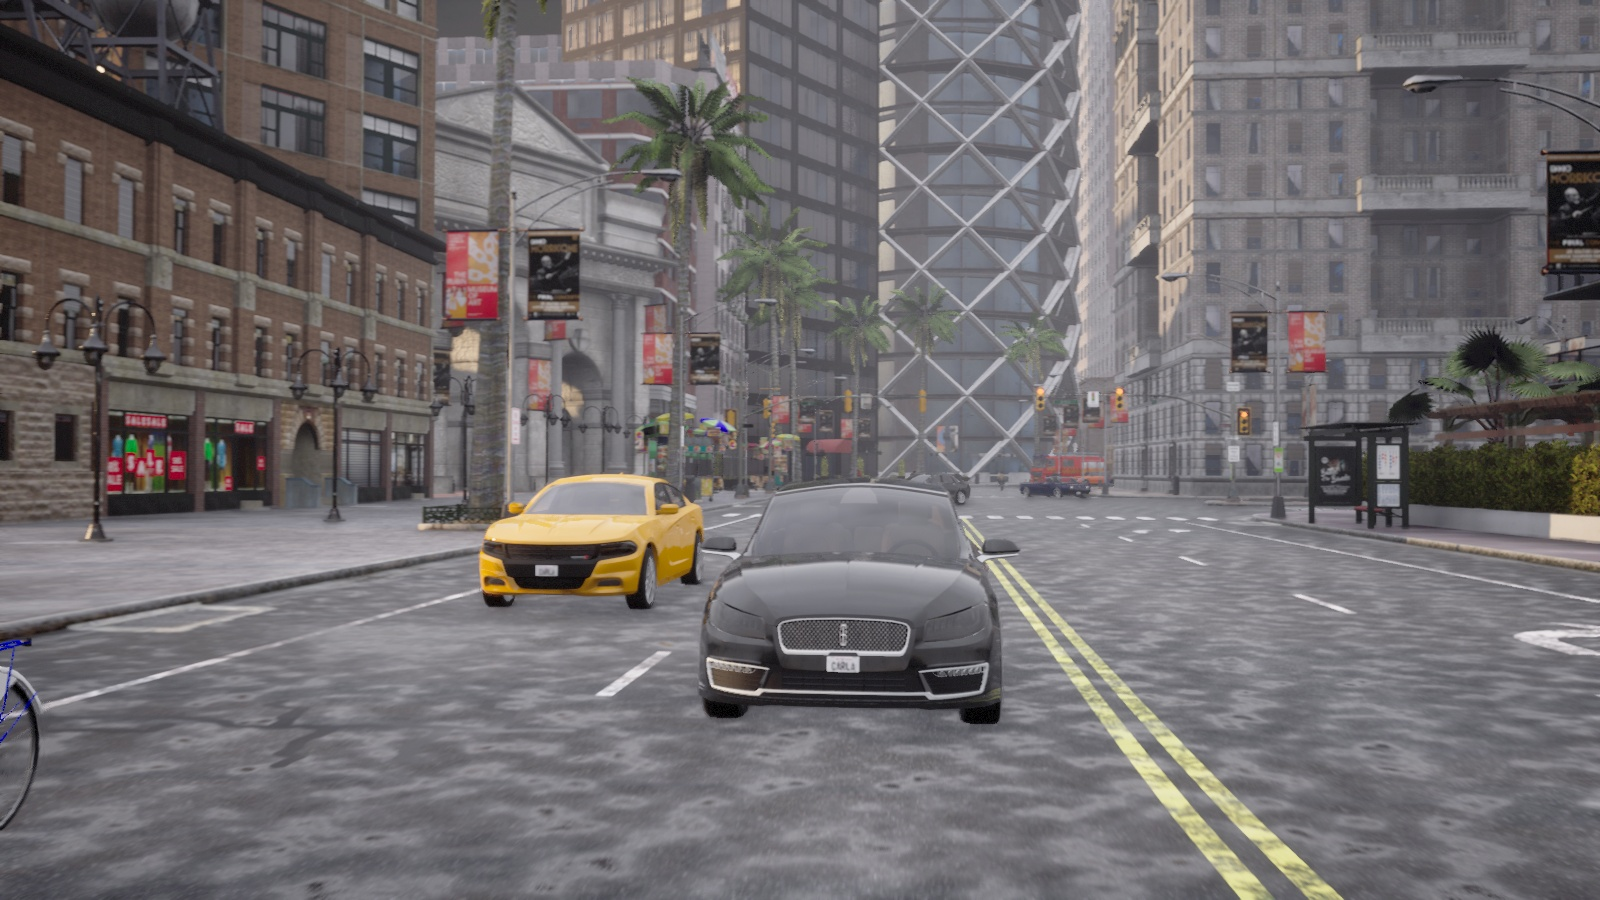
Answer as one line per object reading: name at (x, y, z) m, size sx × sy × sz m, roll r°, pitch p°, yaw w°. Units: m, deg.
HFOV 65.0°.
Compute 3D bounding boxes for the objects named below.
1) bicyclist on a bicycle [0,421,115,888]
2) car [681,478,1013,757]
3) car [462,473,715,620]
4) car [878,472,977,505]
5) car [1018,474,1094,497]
bicyclist on a bicycle at (-3.385, 0.773, 4.581) m, size 0.659 × 1.776 × 1.843 m, roll 0°, pitch -1°, yaw 4°
car at (0.482, 0.975, 9.396) m, size 1.837 × 1.490 × 4.892 m, roll 0°, pitch -1°, yaw 5°
car at (-2.416, 1.064, 15.768) m, size 1.882 × 1.535 × 5.008 m, roll 0°, pitch -1°, yaw 6°
car at (6.095, 1.802, 59.801) m, size 4.892 × 1.490 × 1.837 m, roll 1°, pitch -2°, yaw -41°
car at (15.449, 2.139, 75.985) m, size 1.895 × 1.301 × 4.718 m, roll 0°, pitch -1°, yaw -28°
